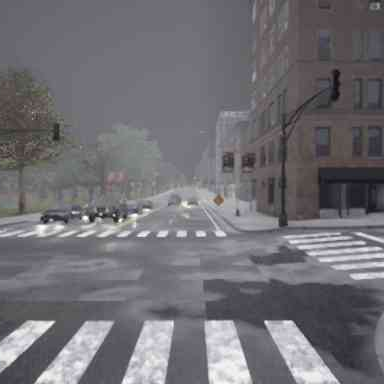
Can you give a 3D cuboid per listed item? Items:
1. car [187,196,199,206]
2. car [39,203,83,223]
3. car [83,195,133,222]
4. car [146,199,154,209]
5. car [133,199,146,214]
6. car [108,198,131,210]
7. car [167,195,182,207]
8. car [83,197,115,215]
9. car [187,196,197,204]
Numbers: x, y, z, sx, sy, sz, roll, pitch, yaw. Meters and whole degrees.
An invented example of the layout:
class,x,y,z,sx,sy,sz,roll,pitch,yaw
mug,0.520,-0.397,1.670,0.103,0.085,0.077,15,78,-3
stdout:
class,x,y,z,sx,sy,sz,roll,pitch,yaw
car,0.122,1.674,56.009,2.033,1.411,5.357,0,0,0
car,-9.843,1.585,25.907,2.033,1.411,5.357,0,0,0
car,-6.591,1.262,26.795,2.150,2.045,5.566,0,0,0
car,-6.557,1.664,46.415,1.994,1.385,4.181,0,0,1
car,-6.588,1.592,36.550,1.812,1.442,4.674,0,0,0
car,-9.822,1.589,45.655,2.128,1.511,4.902,0,0,0
car,-3.130,1.673,55.594,2.033,1.411,5.357,0,0,0
car,-9.836,1.415,35.438,2.097,1.767,4.553,0,0,0
car,0.024,1.647,66.282,1.837,1.490,4.892,0,0,0
